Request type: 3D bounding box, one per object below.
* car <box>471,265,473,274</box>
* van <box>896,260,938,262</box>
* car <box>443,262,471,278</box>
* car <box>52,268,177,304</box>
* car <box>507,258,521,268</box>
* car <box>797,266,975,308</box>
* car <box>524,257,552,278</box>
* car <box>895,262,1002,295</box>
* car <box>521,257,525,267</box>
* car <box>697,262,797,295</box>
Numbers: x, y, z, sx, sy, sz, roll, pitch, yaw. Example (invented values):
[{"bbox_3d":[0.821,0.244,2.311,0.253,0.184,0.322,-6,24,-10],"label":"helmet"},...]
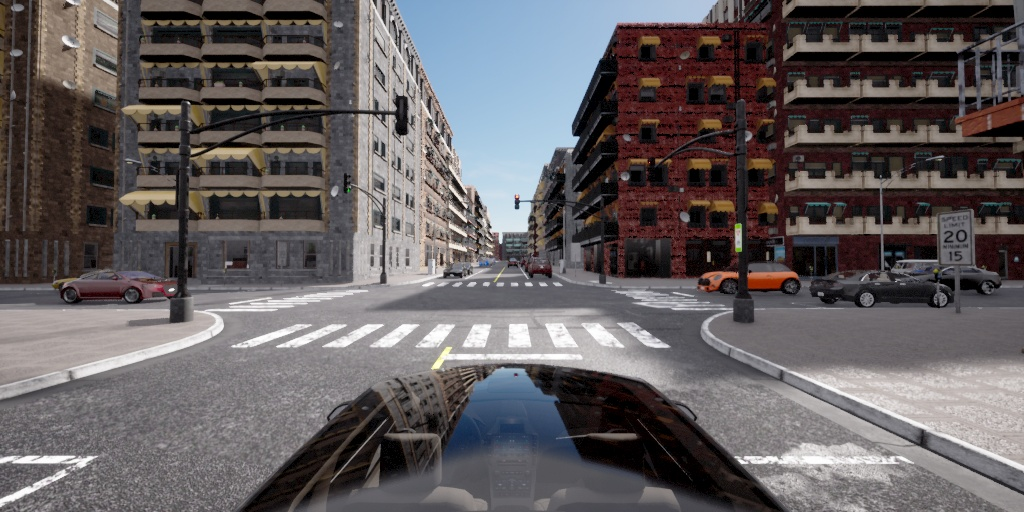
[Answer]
[{"bbox_3d":[-5.273,1.331,39.255,1.948,1.339,4.313,0,0,0],"label":"car"},{"bbox_3d":[24.925,1.115,21.265,3.998,1.789,1.690,0,0,0],"label":"van"},{"bbox_3d":[-5.279,1.328,33.694,1.948,1.339,4.313,0,0,0],"label":"car"},{"bbox_3d":[-17.192,1.339,16.014,4.181,1.385,1.994,0,-1,0],"label":"car"},{"bbox_3d":[0.168,1.329,63.892,1.837,1.490,4.892,0,0,0],"label":"car"},{"bbox_3d":[13.758,1.185,13.425,4.403,1.370,2.007,0,0,0],"label":"car"},{"bbox_3d":[2.602,1.076,33.731,2.192,1.841,5.009,0,0,0],"label":"car"},{"bbox_3d":[22.402,1.220,18.825,4.902,1.511,2.128,0,-1,0],"label":"car"},{"bbox_3d":[2.615,1.086,44.854,2.192,1.841,5.009,0,0,0],"label":"car"},{"bbox_3d":[12.355,1.105,18.943,4.553,1.767,2.097,0,-1,2],"label":"car"}]
